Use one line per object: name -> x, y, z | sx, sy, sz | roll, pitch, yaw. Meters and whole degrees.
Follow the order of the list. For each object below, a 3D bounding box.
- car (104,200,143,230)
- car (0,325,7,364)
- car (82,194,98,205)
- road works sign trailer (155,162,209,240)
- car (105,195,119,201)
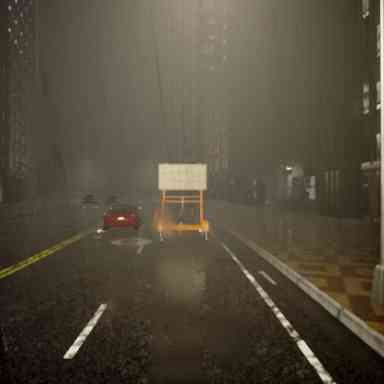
car -> -4.043, 1.404, 20.087 | 1.994, 1.385, 4.181 | 0, 0, -5
car -> -3.233, 1.545, 2.314 | 1.994, 1.385, 4.181 | 0, 0, 0
car -> -15.227, 1.097, 49.719 | 1.837, 1.490, 4.892 | 0, 0, -12
road works sign trailer -> -0.460, 0.340, 16.134 | 2.380, 3.560, 2.880 | 0, 0, -5
car -> -11.441, 1.147, 47.502 | 1.812, 1.442, 4.674 | 0, 0, -12
